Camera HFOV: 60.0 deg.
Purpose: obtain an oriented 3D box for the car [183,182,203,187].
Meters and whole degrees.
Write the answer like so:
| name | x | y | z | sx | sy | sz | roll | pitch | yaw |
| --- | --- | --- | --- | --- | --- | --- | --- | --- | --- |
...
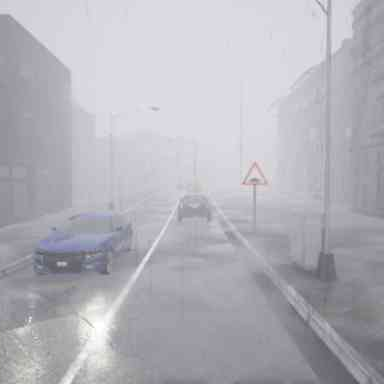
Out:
| name | x | y | z | sx | sy | sz | roll | pitch | yaw |
| --- | --- | --- | --- | --- | --- | --- | --- | --- | --- |
| car | 0.296 | -0.442 | 41.670 | 2.097 | 1.767 | 4.553 | 0 | 4 | 2 |

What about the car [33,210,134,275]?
| name | x | y | z | sx | sy | sz | roll | pitch | yaw |
| --- | --- | --- | --- | --- | --- | --- | --- | --- | --- |
| car | -3.068 | 1.377 | 10.358 | 1.882 | 1.535 | 5.008 | 0 | 1 | 0 |

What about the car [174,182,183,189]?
| name | x | y | z | sx | sy | sz | roll | pitch | yaw |
| --- | --- | --- | --- | --- | --- | --- | --- | --- | --- |
| car | -1.034 | -1.007 | 54.491 | 2.033 | 1.411 | 5.357 | 1 | 2 | 23 |

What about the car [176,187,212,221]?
| name | x | y | z | sx | sy | sz | roll | pitch | yaw |
| --- | --- | --- | --- | --- | --- | --- | --- | --- | --- |
| car | 0.169 | 0.810 | 22.229 | 2.097 | 1.767 | 4.553 | 0 | 3 | 0 |
